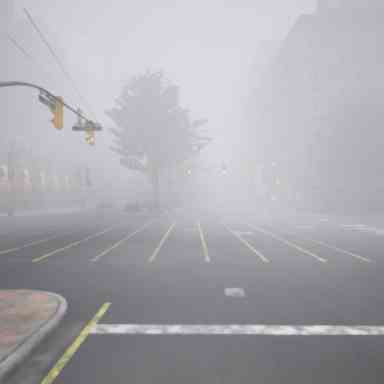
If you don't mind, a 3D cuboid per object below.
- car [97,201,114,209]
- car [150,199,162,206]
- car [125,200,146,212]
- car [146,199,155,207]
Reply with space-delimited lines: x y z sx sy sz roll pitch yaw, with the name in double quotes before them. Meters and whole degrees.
"car" -14.726 2.186 56.671 1.895 1.301 4.718 0 -1 0
"car" -7.970 2.316 74.427 2.033 1.411 5.357 0 -1 0
"car" -8.079 1.963 46.524 1.882 1.535 5.008 0 -1 0
"car" -8.048 2.181 59.135 1.994 1.385 4.181 0 -1 0
